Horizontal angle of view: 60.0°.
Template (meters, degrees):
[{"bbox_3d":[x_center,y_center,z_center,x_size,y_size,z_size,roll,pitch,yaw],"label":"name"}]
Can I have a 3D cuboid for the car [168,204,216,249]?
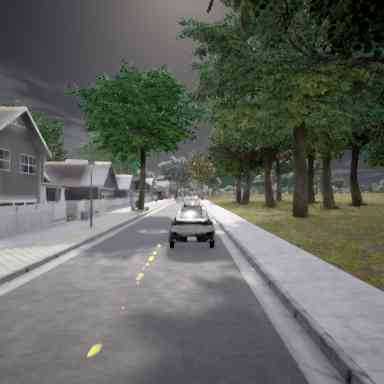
[{"bbox_3d":[0.000,1.500,14.667,2.128,1.511,4.902,0,0,0],"label":"car"}]

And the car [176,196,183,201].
[{"bbox_3d":[-2.750,1.658,75.920,1.895,1.301,4.718,0,0,0],"label":"car"}]

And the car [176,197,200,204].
[{"bbox_3d":[0.000,1.518,29.671,2.128,1.511,4.902,0,0,0],"label":"car"}]
